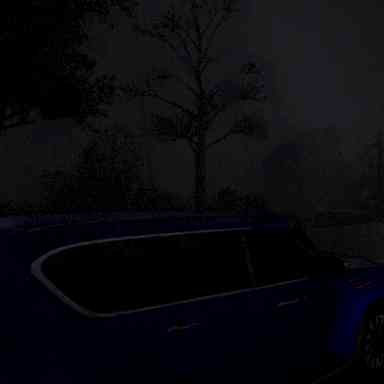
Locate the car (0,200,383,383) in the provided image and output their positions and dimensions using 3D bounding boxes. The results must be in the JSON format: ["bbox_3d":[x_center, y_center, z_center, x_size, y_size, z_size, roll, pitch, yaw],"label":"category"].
[{"bbox_3d":[0.200,1.221,3.844,5.566,2.045,2.150,0,0,-35],"label":"car"}]

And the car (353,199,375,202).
[{"bbox_3d":[19.798,1.517,37.754,1.812,1.442,4.674,0,0,-29],"label":"car"}]

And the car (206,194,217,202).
[{"bbox_3d":[4.744,1.368,69.238,2.150,2.045,5.566,0,-1,-23],"label":"car"}]
